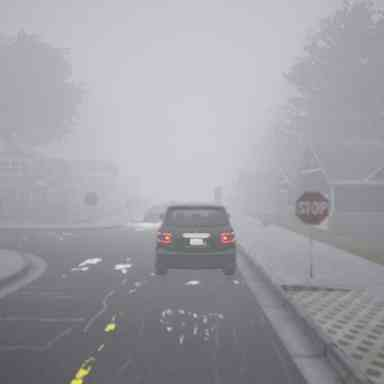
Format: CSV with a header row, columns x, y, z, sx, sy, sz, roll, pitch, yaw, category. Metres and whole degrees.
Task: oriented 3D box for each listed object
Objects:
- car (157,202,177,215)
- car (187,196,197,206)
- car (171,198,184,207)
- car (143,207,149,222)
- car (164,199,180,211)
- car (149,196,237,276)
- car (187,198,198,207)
x,y,z,sx,sy,sz,roll,pitch,yaw,category
-2.830,1.874,38.187,1.895,1.301,4.718,0,0,0,car
0.031,1.776,70.179,2.150,2.045,5.566,0,-1,0,car
-2.734,1.974,62.929,2.128,1.511,4.902,0,-1,0,car
-2.844,1.765,28.231,1.994,1.385,4.181,0,0,3,car
-2.828,1.830,48.289,1.882,1.535,5.008,0,0,0,car
0.104,1.298,10.695,2.150,2.045,5.566,0,0,0,car
0.127,1.932,60.013,1.882,1.535,5.008,0,-1,0,car
